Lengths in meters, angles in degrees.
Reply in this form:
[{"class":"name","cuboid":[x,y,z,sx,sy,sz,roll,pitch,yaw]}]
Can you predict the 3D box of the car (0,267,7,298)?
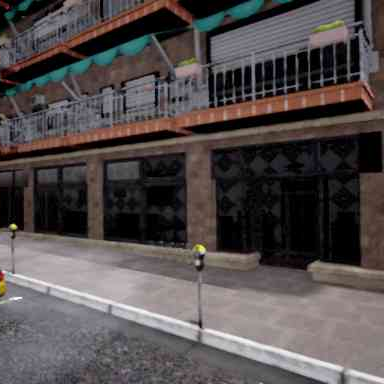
[{"class":"car","cuboid":[-5.723,1.511,6.972,4.829,1.417,1.752,0,-1,36]}]
